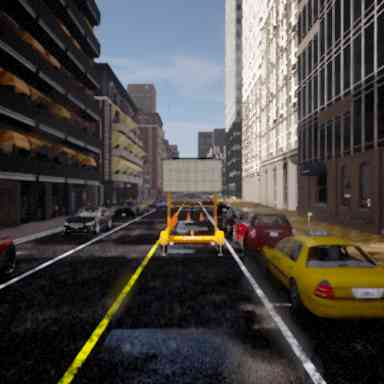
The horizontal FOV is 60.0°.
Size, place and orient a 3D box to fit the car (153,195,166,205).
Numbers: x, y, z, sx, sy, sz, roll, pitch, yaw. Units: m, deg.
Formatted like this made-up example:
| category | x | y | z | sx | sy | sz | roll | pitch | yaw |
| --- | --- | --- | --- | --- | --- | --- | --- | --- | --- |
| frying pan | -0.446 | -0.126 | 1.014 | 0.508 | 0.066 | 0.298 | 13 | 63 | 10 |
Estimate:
| category | x | y | z | sx | sy | sz | roll | pitch | yaw |
| --- | --- | --- | --- | --- | --- | --- | --- | --- | --- |
| car | -5.646 | 1.337 | 58.079 | 1.967 | 1.590 | 4.097 | 0 | 0 | 0 |

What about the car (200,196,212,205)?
| category | x | y | z | sx | sy | sz | roll | pitch | yaw |
| --- | --- | --- | --- | --- | --- | --- | --- | --- | --- |
| car | 2.734 | 1.442 | 58.072 | 1.887 | 1.381 | 4.507 | 0 | 0 | 0 |

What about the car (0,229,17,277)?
| category | x | y | z | sx | sy | sz | roll | pitch | yaw |
| --- | --- | --- | --- | --- | --- | --- | --- | --- | --- |
| car | -5.684 | 1.424 | 7.243 | 1.967 | 1.590 | 4.097 | 0 | 0 | 0 |

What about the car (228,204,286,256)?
| category | x | y | z | sx | sy | sz | roll | pitch | yaw |
| --- | --- | --- | --- | --- | --- | --- | --- | --- | --- |
| car | 2.701 | 1.413 | 12.884 | 1.967 | 1.590 | 4.097 | 0 | 0 | 0 |

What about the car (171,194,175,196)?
| category | x | y | z | sx | sy | sz | roll | pitch | yaw |
| --- | --- | --- | --- | --- | --- | --- | --- | --- | --- |
| car | -5.621 | 1.408 | 91.971 | 2.008 | 1.369 | 4.403 | 0 | 0 | 0 |

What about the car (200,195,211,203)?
| category | x | y | z | sx | sy | sz | roll | pitch | yaw |
| --- | --- | --- | --- | --- | --- | --- | --- | --- | --- |
| car | 2.743 | 1.433 | 69.370 | 2.008 | 1.369 | 4.403 | 0 | 0 | 0 |

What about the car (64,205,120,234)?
| category | x | y | z | sx | sy | sz | roll | pitch | yaw |
| --- | --- | --- | --- | --- | --- | --- | --- | --- | --- |
| car | -5.676 | 1.512 | 18.539 | 2.008 | 1.369 | 4.403 | 0 | 0 | 0 |

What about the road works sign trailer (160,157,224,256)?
| category | x | y | z | sx | sy | sz | roll | pitch | yaw |
| --- | --- | --- | --- | --- | --- | --- | --- | --- | --- |
| road works sign trailer | 0.011 | 0.437 | 13.043 | 2.380 | 3.560 | 2.880 | 0 | 0 | 0 |

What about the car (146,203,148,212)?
| category | x | y | z | sx | sy | sz | roll | pitch | yaw |
| --- | --- | --- | --- | --- | --- | --- | --- | --- | --- |
| car | -5.663 | 1.456 | 35.315 | 1.752 | 1.417 | 4.829 | 0 | 0 | 0 |

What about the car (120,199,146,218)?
| category | x | y | z | sx | sy | sz | roll | pitch | yaw |
| --- | --- | --- | --- | --- | --- | --- | --- | --- | --- |
| car | -5.668 | 1.506 | 29.836 | 1.947 | 1.339 | 4.313 | 0 | 0 | 0 |

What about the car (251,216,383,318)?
| category | x | y | z | sx | sy | sz | roll | pitch | yaw |
| --- | --- | --- | --- | --- | --- | --- | --- | --- | --- |
| car | 2.696 | 1.509 | 7.406 | 1.752 | 1.417 | 4.829 | 0 | 0 | 0 |

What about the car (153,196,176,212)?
| category | x | y | z | sx | sy | sz | roll | pitch | yaw |
| --- | --- | --- | --- | --- | --- | --- | --- | --- | --- |
| car | -3.065 | 1.473 | 38.510 | 2.033 | 1.411 | 5.357 | 0 | 0 | 0 |

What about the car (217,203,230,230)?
| category | x | y | z | sx | sy | sz | roll | pitch | yaw |
| --- | --- | --- | --- | --- | --- | --- | --- | --- | --- |
| car | 2.704 | 1.512 | 18.533 | 2.008 | 1.369 | 4.403 | 0 | 0 | 0 |

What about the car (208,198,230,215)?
| category | x | y | z | sx | sy | sz | roll | pitch | yaw |
| --- | --- | --- | --- | --- | --- | --- | --- | --- | --- |
| car | 2.713 | 1.506 | 29.830 | 1.947 | 1.339 | 4.313 | 0 | 0 | 0 |
